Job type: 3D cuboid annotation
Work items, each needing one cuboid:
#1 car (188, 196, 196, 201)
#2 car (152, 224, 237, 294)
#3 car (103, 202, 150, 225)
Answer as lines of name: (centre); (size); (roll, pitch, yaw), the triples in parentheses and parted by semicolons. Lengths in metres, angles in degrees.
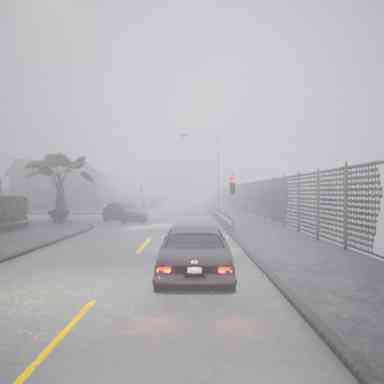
car: (0.059, 1.692, 86.587); (1.994, 1.385, 4.181); (0, 0, 0)
car: (0.069, 1.562, 8.937); (2.033, 1.411, 5.357); (0, 0, 1)
car: (-4.905, 1.545, 24.526); (1.837, 1.490, 4.892); (5, -3, -39)
